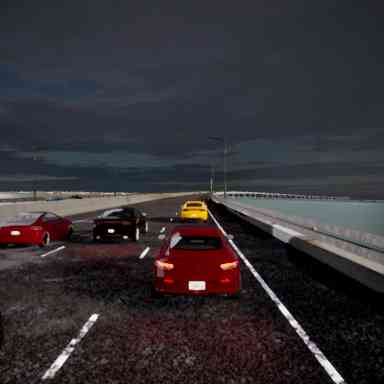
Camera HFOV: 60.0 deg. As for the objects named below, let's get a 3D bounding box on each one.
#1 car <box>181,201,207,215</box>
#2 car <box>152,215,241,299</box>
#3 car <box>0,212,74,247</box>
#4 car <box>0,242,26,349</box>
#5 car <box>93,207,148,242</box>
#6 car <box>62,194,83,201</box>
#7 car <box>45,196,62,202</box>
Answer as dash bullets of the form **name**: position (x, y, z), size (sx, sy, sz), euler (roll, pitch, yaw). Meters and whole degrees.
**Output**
- **car**: position (0.175, 1.473, 25.890), size (1.882, 1.535, 5.008), euler (0, 0, 0)
- **car**: position (0.101, 1.525, 8.314), size (1.812, 1.442, 4.674), euler (0, 0, 0)
- **car**: position (-6.882, 1.562, 14.958), size (1.994, 1.385, 4.181), euler (0, 0, 0)
- **car**: position (-3.397, 1.504, 2.448), size (1.837, 1.490, 4.892), euler (0, 0, 0)
- **car**: position (-3.377, 1.475, 16.396), size (1.882, 1.535, 5.008), euler (0, 0, 0)
- **car**: position (-20.504, 1.156, 58.384), size (1.812, 1.442, 4.674), euler (0, 0, 1)
- **car**: position (-24.003, 1.461, 58.447), size (1.882, 1.535, 5.008), euler (0, 0, 1)
